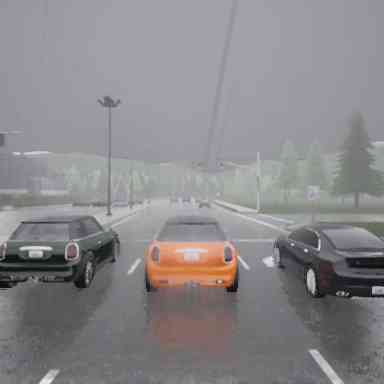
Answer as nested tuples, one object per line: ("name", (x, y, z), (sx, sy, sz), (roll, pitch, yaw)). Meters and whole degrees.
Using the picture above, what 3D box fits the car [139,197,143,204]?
("car", (-12.887, 2.004, 78.796), (2.097, 1.767, 4.553), (0, 0, 0))

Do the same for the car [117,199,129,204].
("car", (-16.388, 2.250, 79.511), (1.895, 1.301, 4.718), (0, 0, 0))

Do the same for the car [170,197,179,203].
("car", (-4.898, 2.217, 87.693), (1.837, 1.490, 4.892), (0, 0, 0))

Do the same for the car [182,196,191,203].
("car", (-1.398, 1.942, 87.435), (2.150, 2.045, 5.566), (0, 0, 0))

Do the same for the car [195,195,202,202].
("car", (2.102, 2.244, 87.771), (1.812, 1.442, 4.674), (0, 0, 0))

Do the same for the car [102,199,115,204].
("car", (-19.887, 2.246, 79.120), (1.895, 1.301, 4.718), (0, 0, 0))

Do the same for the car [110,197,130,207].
("car", (-12.925, 2.096, 60.132), (1.895, 1.301, 4.718), (0, 0, 0))

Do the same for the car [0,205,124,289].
("car", (-3.516, 1.431, 9.586), (2.097, 1.767, 4.553), (0, -1, 0))

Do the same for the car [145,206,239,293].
("car", (-0.012, 1.428, 9.248), (2.097, 1.767, 4.553), (0, -1, 0))

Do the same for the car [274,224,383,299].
("car", (3.495, 1.579, 8.610), (1.837, 1.490, 4.892), (0, 0, 0))

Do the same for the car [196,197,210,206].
("car", (2.141, 1.991, 56.394), (1.812, 1.442, 4.674), (0, 0, 0))

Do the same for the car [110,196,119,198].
("car", (-16.375, 1.797, 69.418), (2.150, 2.045, 5.566), (0, 0, 0))

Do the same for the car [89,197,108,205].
("car", (-16.426, 2.093, 59.752), (1.895, 1.301, 4.718), (0, 0, 0))

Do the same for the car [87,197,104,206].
("car", (-19.874, 1.922, 68.833), (2.097, 1.767, 4.553), (0, 0, 0))

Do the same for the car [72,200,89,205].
("car", (-19.916, 2.095, 59.960), (1.895, 1.301, 4.718), (0, 0, 1))

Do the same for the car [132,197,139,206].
("car", (-12.874, 2.119, 68.776), (1.994, 1.385, 4.181), (0, 0, 0))
